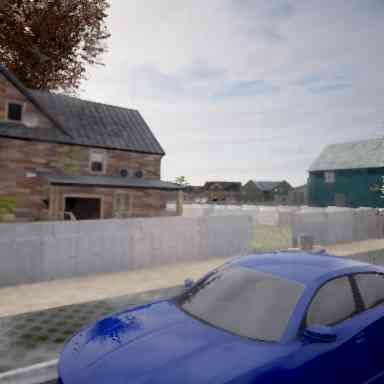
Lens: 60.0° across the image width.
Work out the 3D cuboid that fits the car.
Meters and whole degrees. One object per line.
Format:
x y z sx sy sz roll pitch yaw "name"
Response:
1.061 1.513 3.921 5.008 1.535 1.882 1 -1 -36 "car"
